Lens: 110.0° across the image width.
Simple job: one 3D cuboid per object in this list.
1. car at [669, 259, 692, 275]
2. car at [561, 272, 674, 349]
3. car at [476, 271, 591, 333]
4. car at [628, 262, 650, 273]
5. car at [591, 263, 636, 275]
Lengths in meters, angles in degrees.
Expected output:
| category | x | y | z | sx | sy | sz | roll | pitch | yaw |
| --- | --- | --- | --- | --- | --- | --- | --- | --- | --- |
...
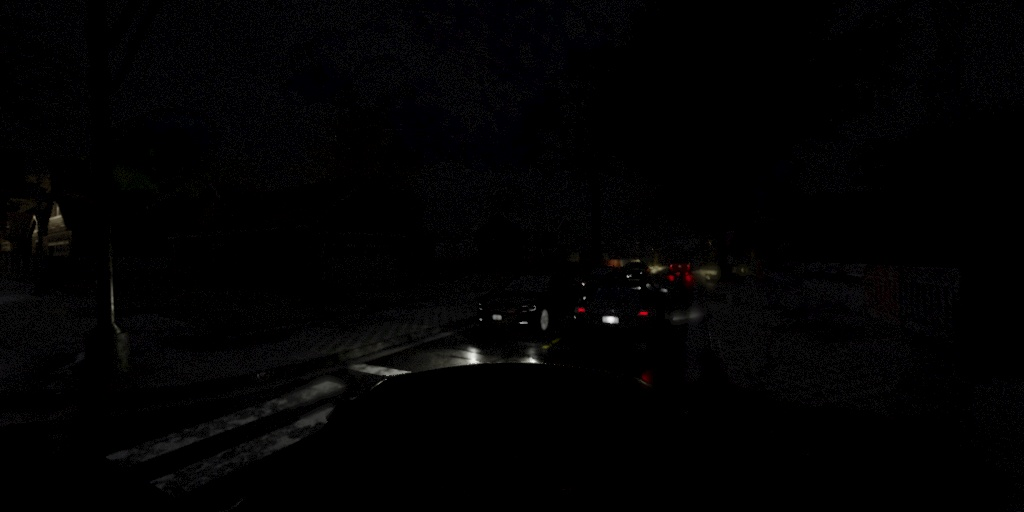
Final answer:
| category | x | y | z | sx | sy | sz | roll | pitch | yaw |
| --- | --- | --- | --- | --- | --- | --- | --- | --- | --- |
| car | 17.769 | 1.049 | 37.754 | 2.097 | 1.767 | 4.553 | -1 | -1 | 28 |
| car | 2.982 | 1.297 | 9.282 | 1.994 | 1.385 | 4.181 | -1 | 0 | 27 |
| car | 0.767 | 1.254 | 11.207 | 1.882 | 1.535 | 5.008 | -1 | 0 | 27 |
| car | 9.928 | 1.232 | 28.898 | 1.837 | 1.490 | 4.892 | -1 | 0 | 28 |
| car | 5.311 | 1.292 | 19.999 | 2.033 | 1.411 | 5.357 | -1 | 0 | 27 |
